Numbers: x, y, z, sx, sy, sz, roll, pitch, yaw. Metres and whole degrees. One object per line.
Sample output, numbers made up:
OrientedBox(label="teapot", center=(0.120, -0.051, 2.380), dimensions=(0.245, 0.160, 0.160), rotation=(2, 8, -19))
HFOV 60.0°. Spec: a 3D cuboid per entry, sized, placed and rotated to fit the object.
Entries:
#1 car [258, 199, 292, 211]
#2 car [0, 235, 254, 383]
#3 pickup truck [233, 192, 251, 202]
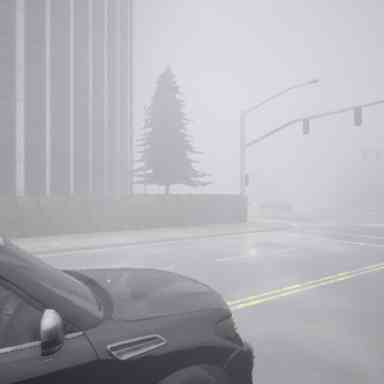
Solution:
OrientedBox(label="car", center=(10.163, 1.563, 40.778), dimensions=(1.994, 1.385, 4.181), rotation=(0, 0, -36))
OrientedBox(label="car", center=(-2.088, 1.221, 2.263), dimensions=(5.566, 2.045, 2.150), rotation=(0, 0, -35))
OrientedBox(label="pickup truck", center=(10.283, 1.058, 68.812), dimensions=(2.390, 2.098, 6.274), rotation=(0, 0, -5))
